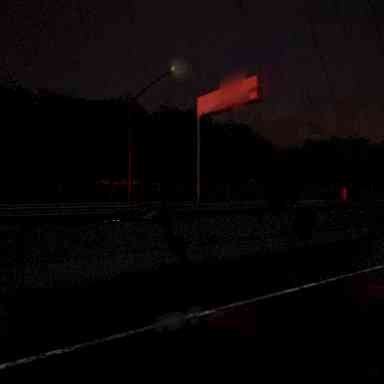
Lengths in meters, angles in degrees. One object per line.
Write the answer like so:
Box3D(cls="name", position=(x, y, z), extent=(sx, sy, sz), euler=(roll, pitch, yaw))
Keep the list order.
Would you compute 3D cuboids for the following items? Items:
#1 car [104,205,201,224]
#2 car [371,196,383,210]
Box3D(cls="car", position=(-1.545, 1.536, 15.780), extent=(4.674, 1.442, 1.812), euler=(0, 0, -35))
Box3D(cls="car", position=(25.935, 1.473, 43.854), extent=(5.566, 2.045, 2.150), euler=(1, -1, -35))
